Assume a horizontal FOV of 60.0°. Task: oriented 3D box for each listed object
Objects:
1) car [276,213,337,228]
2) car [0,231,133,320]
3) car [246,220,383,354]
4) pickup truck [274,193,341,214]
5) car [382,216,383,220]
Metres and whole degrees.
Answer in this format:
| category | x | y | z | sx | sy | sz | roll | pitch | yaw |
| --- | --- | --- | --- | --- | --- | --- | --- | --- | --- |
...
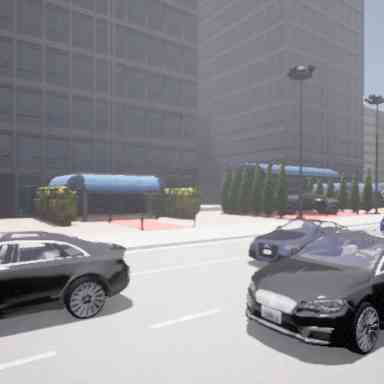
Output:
| category | x | y | z | sx | sy | sz | roll | pitch | yaw |
| --- | --- | --- | --- | --- | --- | --- | --- | --- | --- |
| car | 3.848 | 1.597 | 11.008 | 4.181 | 1.385 | 1.994 | 0 | 0 | -36 |
| car | -3.498 | 1.491 | 5.869 | 4.902 | 1.511 | 2.128 | 0 | 0 | -33 |
| car | 3.141 | 1.514 | 6.216 | 4.902 | 1.511 | 2.128 | 0 | 0 | -35 |
| pickup truck | 10.985 | 1.156 | 32.086 | 6.274 | 2.098 | 2.390 | 0 | 0 | -5 |
| car | 11.602 | 1.291 | 16.469 | 5.566 | 2.045 | 2.150 | 0 | 0 | -35 |
